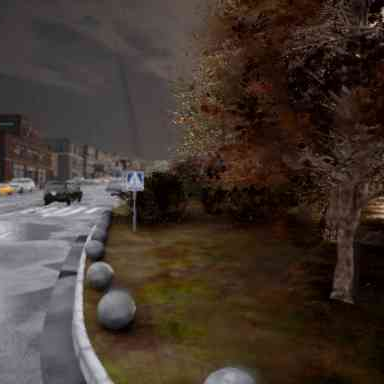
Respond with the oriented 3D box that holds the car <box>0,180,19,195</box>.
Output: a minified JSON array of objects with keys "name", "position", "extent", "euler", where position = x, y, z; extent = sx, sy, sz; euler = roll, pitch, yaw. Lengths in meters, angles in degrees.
[{"name":"car","position":[-24.106,-0.341,41.242],"extent":[1.946,1.575,5.366],"euler":[0,3,-3]}]

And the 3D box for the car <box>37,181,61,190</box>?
[{"name":"car","position":[-24.885,-1.168,58.059],"extent":[2.163,1.488,4.792],"euler":[0,3,-3]}]

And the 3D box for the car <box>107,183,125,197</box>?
[{"name":"car","position":[-9.172,-0.138,42.820],"extent":[1.994,1.385,4.181],"euler":[0,3,-2]}]

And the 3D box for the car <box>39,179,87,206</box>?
[{"name":"car","position":[-11.804,0.113,30.701],"extent":[2.150,2.045,5.566],"euler":[0,3,-3]}]

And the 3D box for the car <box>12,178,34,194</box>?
[{"name":"car","position":[-24.368,-0.885,47.025],"extent":[2.435,2.045,5.566],"euler":[0,3,-3]}]

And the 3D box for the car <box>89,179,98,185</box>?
[{"name":"car","position":[-26.133,-2.523,83.993],"extent":[2.231,1.521,4.892],"euler":[0,3,-2]}]

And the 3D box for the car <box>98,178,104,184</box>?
[{"name":"car","position":[-26.394,-2.878,90.851],"extent":[1.946,1.575,5.366],"euler":[0,3,-3]}]

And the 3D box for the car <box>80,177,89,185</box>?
[{"name":"car","position":[-25.642,-2.294,74.584],"extent":[2.435,2.045,5.566],"euler":[0,3,-3]}]

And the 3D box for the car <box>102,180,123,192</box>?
[{"name":"car","position":[-12.894,-0.789,54.883],"extent":[1.994,1.385,4.181],"euler":[0,3,-2]}]

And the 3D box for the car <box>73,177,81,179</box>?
[{"name":"car","position":[-25.391,-1.762,69.119],"extent":[2.231,1.521,4.892],"euler":[0,3,-3]}]
